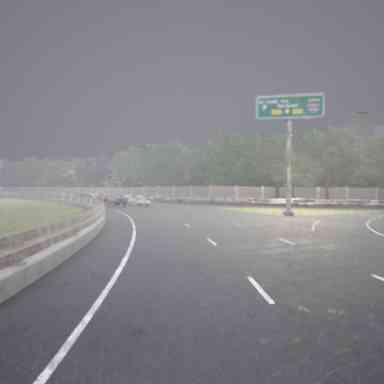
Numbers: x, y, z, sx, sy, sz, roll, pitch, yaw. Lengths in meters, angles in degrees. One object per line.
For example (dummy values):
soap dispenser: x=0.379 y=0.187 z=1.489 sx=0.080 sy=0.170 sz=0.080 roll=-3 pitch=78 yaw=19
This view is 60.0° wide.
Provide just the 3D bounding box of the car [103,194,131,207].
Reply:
car: x=-10.675 y=1.307 z=47.018 sx=1.837 sy=1.490 sz=4.892 roll=1 pitch=0 yaw=-29

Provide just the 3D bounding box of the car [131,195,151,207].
car: x=-7.799 y=1.434 z=49.060 sx=1.895 sy=1.301 sz=4.718 roll=1 pitch=0 yaw=-29

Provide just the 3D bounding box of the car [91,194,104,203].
car: x=-15.453 y=1.085 z=55.605 sx=2.097 sy=1.767 sz=4.553 roll=1 pitch=0 yaw=-34

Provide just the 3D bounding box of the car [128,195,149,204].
car: x=-9.550 y=1.323 z=59.362 sx=1.812 sy=1.442 sz=4.674 roll=1 pitch=0 yaw=-34

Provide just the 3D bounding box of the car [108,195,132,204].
car: x=-12.511 y=1.312 z=57.496 sx=2.033 sy=1.411 sz=5.357 roll=1 pitch=0 yaw=-34
